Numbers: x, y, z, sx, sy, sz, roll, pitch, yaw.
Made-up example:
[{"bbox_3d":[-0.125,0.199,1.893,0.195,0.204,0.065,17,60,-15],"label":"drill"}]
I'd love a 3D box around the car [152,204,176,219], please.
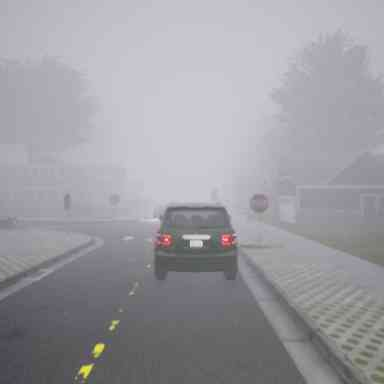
[{"bbox_3d":[-2.828,1.978,34.786,1.994,1.385,4.181,0,-1,3],"label":"car"}]

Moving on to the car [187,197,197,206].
[{"bbox_3d":[0.062,2.198,76.732,2.150,2.045,5.566,0,-1,0],"label":"car"}]

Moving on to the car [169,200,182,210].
[{"bbox_3d":[-2.796,2.166,56.639,1.882,1.535,5.008,0,-1,1],"label":"car"}]

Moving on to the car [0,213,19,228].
[{"bbox_3d":[-13.627,1.619,21.256,4.674,1.442,1.812,1,-1,0],"label":"car"}]

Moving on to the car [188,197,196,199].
[{"bbox_3d":[0.155,2.303,66.566,1.882,1.535,5.008,0,-1,0],"label":"car"}]

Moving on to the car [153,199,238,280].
[{"bbox_3d":[0.107,1.338,10.427,2.150,2.045,5.566,0,-1,0],"label":"car"}]

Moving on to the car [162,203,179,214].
[{"bbox_3d":[-2.810,2.137,44.742,1.895,1.301,4.718,0,-1,0],"label":"car"}]
